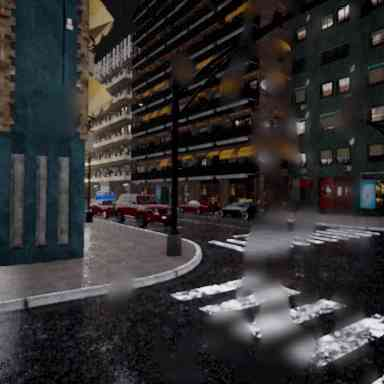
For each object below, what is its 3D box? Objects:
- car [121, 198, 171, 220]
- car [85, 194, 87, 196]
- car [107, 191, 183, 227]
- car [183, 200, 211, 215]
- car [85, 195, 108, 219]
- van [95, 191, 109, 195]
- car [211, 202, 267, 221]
[{"bbox_3d":[-3.668,1.229,25.741,1.812,1.442,4.674,1,0,-36],"label":"car"},{"bbox_3d":[-19.108,0.815,56.919,1.887,1.381,4.507,2,0,-36],"label":"car"},{"bbox_3d":[-3.020,1.058,20.463,2.192,1.841,5.009,2,0,-36],"label":"car"},{"bbox_3d":[0.509,1.334,29.860,1.802,1.307,4.206,2,0,-36],"label":"car"},{"bbox_3d":[-6.297,1.207,24.973,1.887,1.381,4.507,2,0,-36],"label":"car"},{"bbox_3d":[-12.564,0.772,47.901,1.690,1.788,3.998,2,0,-36],"label":"van"},{"bbox_3d":[3.779,1.399,25.350,1.947,1.339,4.313,2,0,-36],"label":"car"}]
